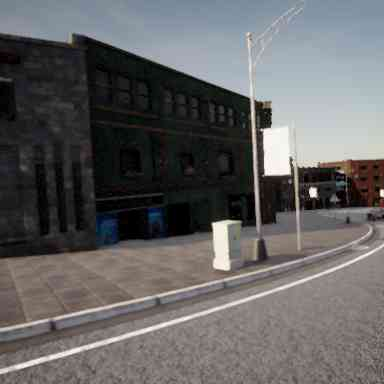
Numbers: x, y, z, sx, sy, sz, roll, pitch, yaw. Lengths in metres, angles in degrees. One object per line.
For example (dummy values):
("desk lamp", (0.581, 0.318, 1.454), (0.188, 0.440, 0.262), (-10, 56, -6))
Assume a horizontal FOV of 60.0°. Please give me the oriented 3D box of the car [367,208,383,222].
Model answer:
("car", (20.179, 2.405, 35.665), (1.994, 1.385, 4.181), (-3, -3, 15))
